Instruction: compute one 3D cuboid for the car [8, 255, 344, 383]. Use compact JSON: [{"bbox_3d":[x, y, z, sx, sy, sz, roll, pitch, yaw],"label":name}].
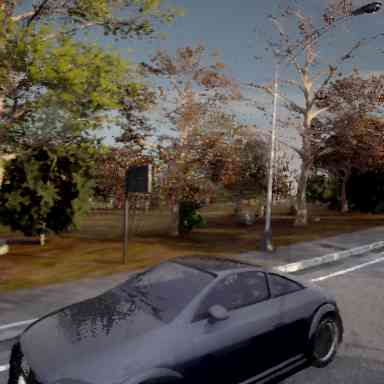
[{"bbox_3d":[0.062,1.578,4.203,4.181,1.385,1.994,0,0,-37],"label":"car"}]
